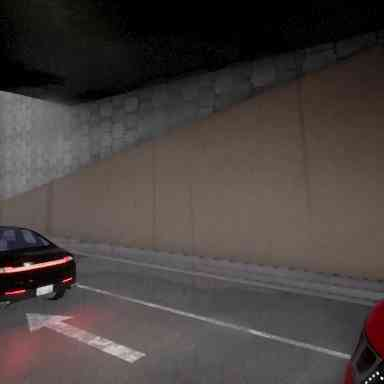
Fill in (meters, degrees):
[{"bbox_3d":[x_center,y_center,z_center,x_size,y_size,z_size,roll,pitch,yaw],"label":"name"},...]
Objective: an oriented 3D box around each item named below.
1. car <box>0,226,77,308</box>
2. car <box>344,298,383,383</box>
[{"bbox_3d":[-4.527,1.492,7.199,4.902,1.511,2.128,0,0,36],"label":"car"},{"bbox_3d":[3.650,1.221,1.340,5.566,2.045,2.150,0,0,35],"label":"car"}]
